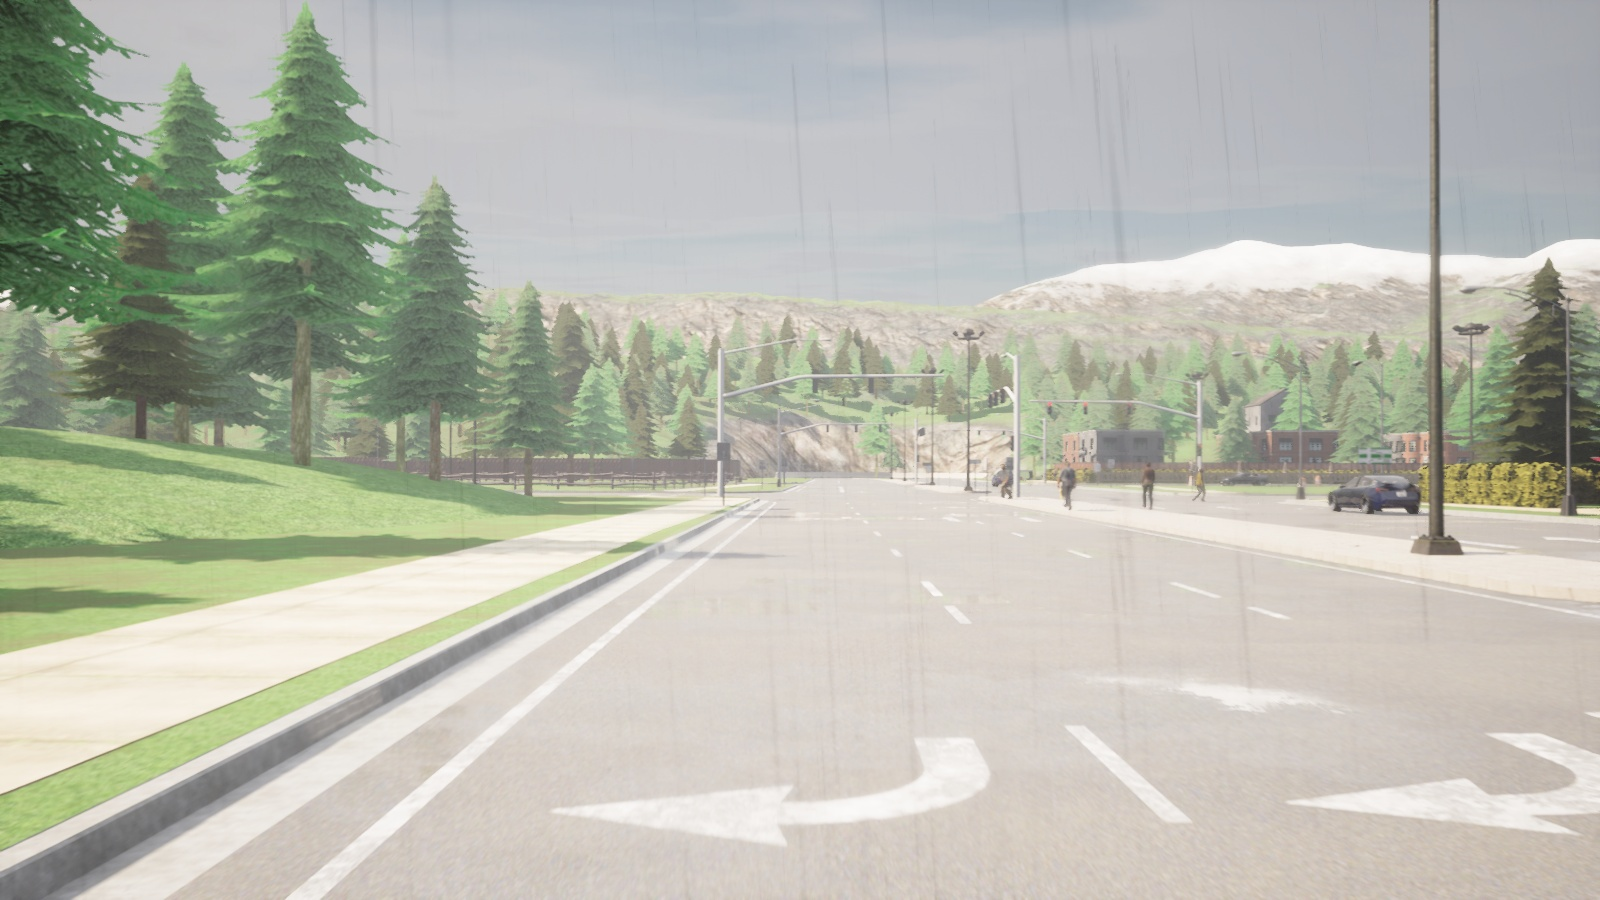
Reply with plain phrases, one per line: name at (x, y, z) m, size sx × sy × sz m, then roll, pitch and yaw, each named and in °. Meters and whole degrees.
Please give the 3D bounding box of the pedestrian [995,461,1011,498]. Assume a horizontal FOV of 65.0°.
pedestrian at (10.367, 1.505, 64.027) m, size 0.694 × 1.848 × 0.540 m, roll 0°, pitch -1°, yaw -4°

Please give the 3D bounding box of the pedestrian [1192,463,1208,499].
pedestrian at (20.697, 1.609, 65.003) m, size 0.726 × 1.835 × 0.370 m, roll 0°, pitch -1°, yaw 0°

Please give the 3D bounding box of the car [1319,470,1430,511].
car at (22.412, 1.547, 49.206) m, size 2.163 × 1.488 × 4.792 m, roll 0°, pitch -1°, yaw 1°

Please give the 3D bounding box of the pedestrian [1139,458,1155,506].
pedestrian at (13.069, 1.206, 47.310) m, size 0.328 × 1.805 × 0.869 m, roll 0°, pitch -1°, yaw 1°

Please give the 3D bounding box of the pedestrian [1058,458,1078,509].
pedestrian at (9.775, 1.203, 45.874) m, size 0.540 × 1.848 × 0.694 m, roll 0°, pitch -1°, yaw -4°
